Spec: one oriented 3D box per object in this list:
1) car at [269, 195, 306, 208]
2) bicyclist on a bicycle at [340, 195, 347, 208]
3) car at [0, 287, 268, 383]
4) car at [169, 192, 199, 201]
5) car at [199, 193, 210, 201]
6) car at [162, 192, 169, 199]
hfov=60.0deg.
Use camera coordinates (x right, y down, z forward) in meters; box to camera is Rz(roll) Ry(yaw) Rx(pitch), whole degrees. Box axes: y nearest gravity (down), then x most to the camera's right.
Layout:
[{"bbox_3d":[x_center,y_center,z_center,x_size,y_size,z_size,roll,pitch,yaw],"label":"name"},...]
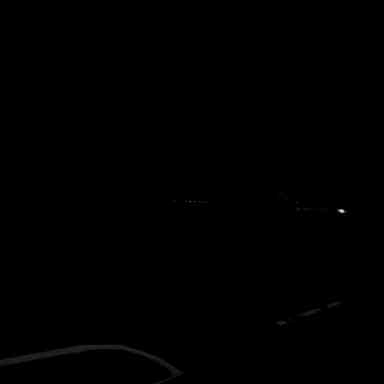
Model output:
[{"bbox_3d":[11.359,1.144,39.908,1.812,1.442,4.674,1,1,-35],"label":"car"},{"bbox_3d":[18.380,1.182,40.288,1.656,1.620,0.582,0,1,-35],"label":"bicyclist on a bicycle"},{"bbox_3d":[-1.685,1.491,1.868,4.902,1.511,2.128,0,0,-35],"label":"car"},{"bbox_3d":[-1.451,0.747,58.365,2.128,1.511,4.902,1,0,-34],"label":"car"},{"bbox_3d":[1.310,0.860,59.360,1.994,1.385,4.181,1,1,-34],"label":"car"},{"bbox_3d":[-4.235,0.667,67.218,1.812,1.442,4.674,1,1,-35],"label":"car"}]
